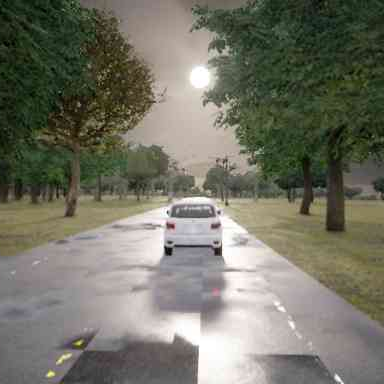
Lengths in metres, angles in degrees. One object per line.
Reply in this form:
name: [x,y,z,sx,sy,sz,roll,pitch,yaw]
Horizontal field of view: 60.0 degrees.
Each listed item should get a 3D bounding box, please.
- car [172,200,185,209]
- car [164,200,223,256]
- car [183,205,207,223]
car: [-2.309,2.100,57.120,1.837,1.490,4.892,0,-1,3]
car: [0.066,1.353,13.991,2.150,2.045,5.566,0,0,1]
car: [0.315,1.890,29.077,1.895,1.301,4.718,0,-1,1]
